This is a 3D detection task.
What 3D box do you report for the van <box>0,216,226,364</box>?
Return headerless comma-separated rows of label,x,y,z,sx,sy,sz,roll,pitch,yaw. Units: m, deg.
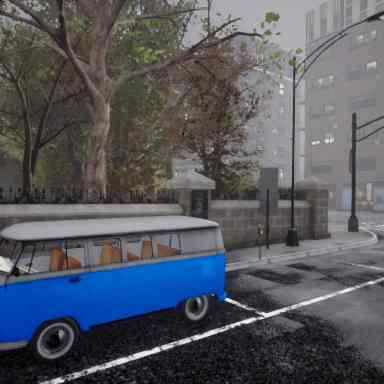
van,-1.276,1.342,5.581,3.998,1.788,1.690,0,1,-35
